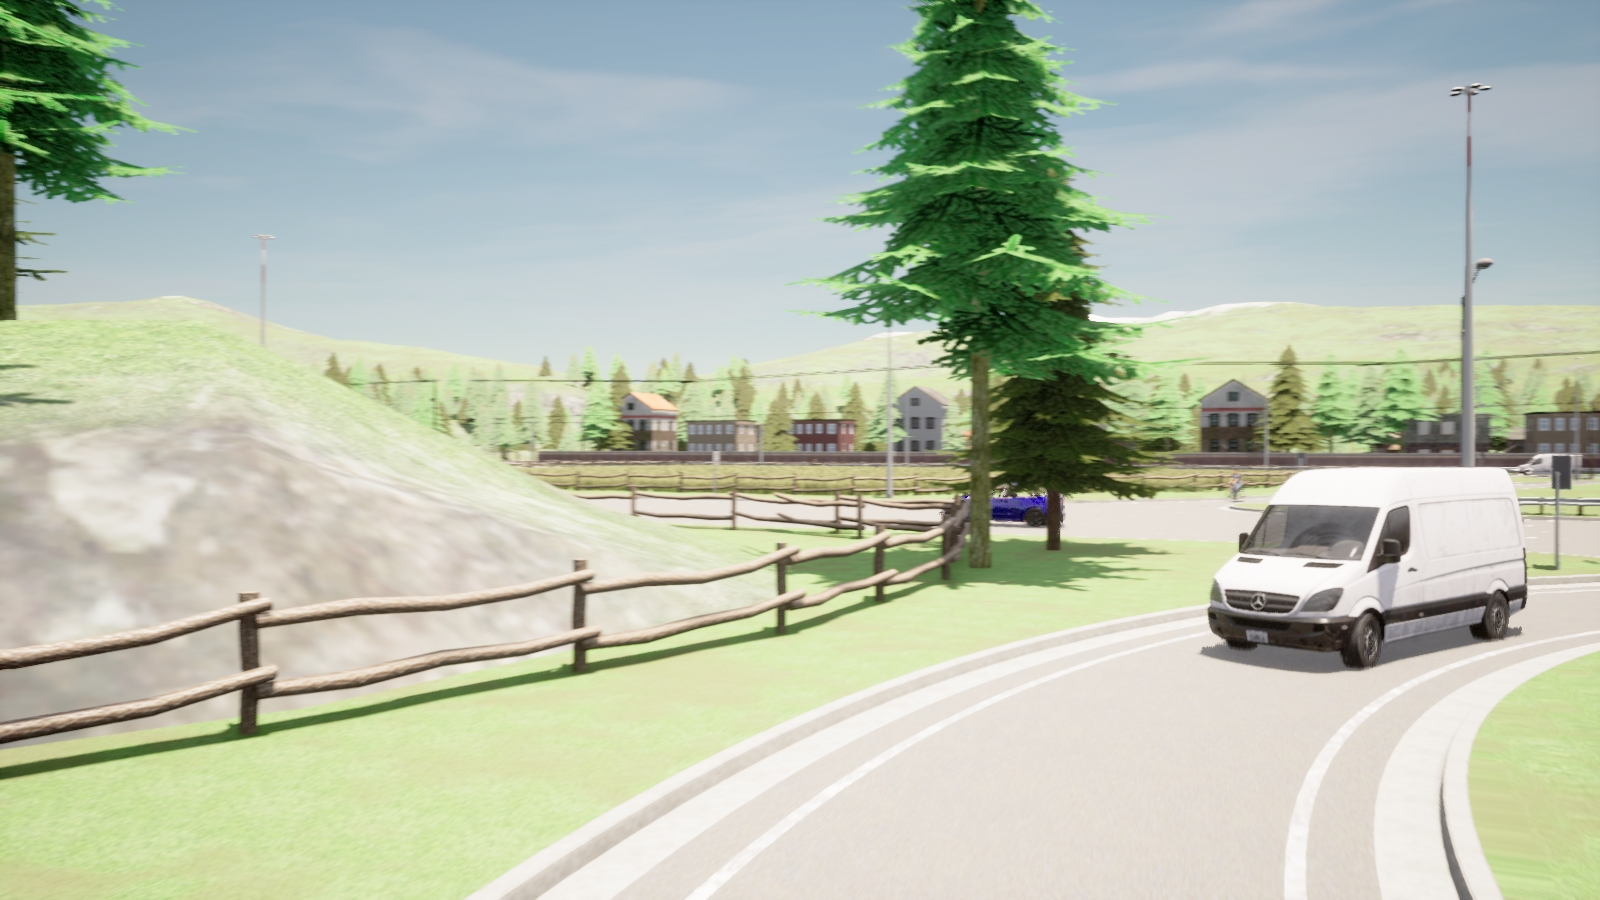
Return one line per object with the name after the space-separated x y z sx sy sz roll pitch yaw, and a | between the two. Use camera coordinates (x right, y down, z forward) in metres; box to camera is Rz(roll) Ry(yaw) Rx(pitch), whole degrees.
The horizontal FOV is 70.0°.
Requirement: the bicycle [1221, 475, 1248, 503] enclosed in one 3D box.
23.537 2.102 61.880 1.643 1.496 0.373 0 0 -31 | bicycle

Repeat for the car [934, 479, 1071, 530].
7.539 1.984 42.556 4.611 1.667 2.242 0 0 25 | car

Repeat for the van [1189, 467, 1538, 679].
8.316 1.551 16.571 5.915 2.561 1.988 0 -1 -36 | van
